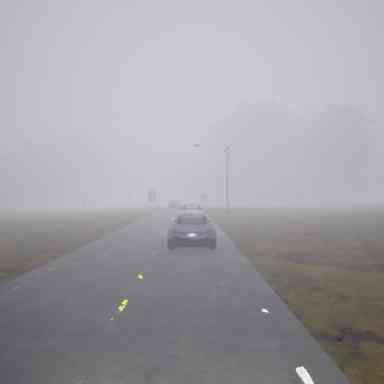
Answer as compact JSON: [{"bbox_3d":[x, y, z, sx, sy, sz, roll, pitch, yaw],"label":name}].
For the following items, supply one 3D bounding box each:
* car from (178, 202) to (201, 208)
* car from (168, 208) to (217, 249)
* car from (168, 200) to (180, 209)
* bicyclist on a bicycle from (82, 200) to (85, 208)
[{"bbox_3d":[0.001,1.779,29.686,1.895,1.301,4.718,0,-1,0],"label":"car"},{"bbox_3d":[0.000,1.615,14.654,1.994,1.385,4.181,0,0,0],"label":"car"},{"bbox_3d":[-2.749,2.046,53.658,1.837,1.490,4.892,0,-1,0],"label":"car"},{"bbox_3d":[-22.615,2.576,69.668,0.582,1.620,1.656,-1,-1,0],"label":"bicyclist on a bicycle"}]
